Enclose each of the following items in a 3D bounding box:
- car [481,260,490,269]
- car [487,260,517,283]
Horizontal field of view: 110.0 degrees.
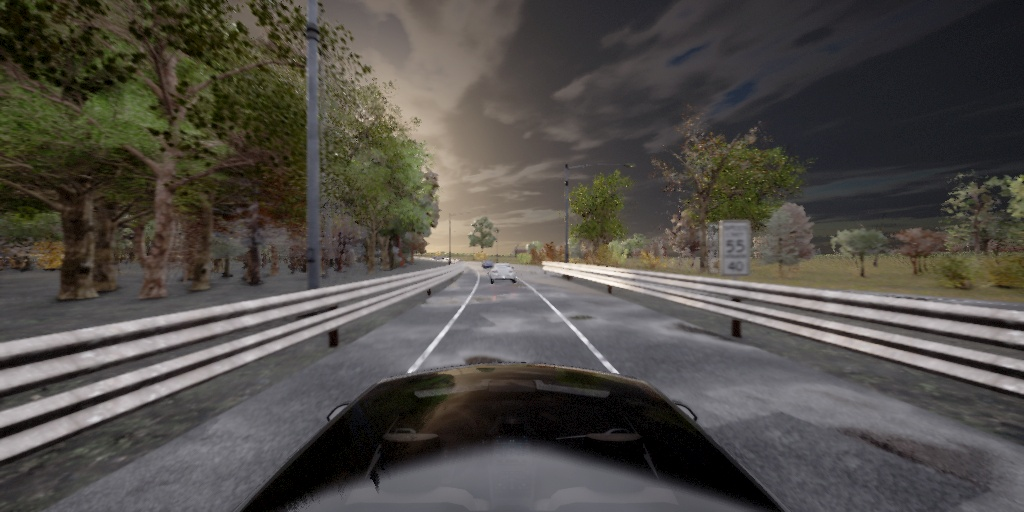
[{"bbox_3d":[-3.915,1.322,57.517,2.033,1.411,5.357,0,0,-10],"label":"car"},{"bbox_3d":[-0.805,1.287,28.366,1.812,1.442,4.674,0,0,-4],"label":"car"}]
